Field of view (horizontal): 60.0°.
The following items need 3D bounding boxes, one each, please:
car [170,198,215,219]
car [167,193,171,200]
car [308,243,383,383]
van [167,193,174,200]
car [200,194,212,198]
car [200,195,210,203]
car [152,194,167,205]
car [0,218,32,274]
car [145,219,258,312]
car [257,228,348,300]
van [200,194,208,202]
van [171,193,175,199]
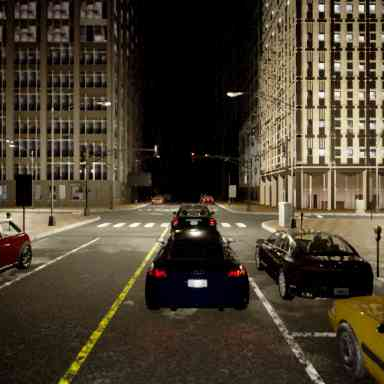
[{"bbox_3d":[0.082,1.354,16.446,2.097,1.767,4.553,0,0,0],"label":"car"},{"bbox_3d":[-5.779,1.278,63.096,2.192,1.841,5.009,0,0,0],"label":"car"},{"bbox_3d":[2.689,1.526,2.660,1.752,1.417,4.829,0,0,0],"label":"car"},{"bbox_3d":[-5.778,1.245,91.523,1.690,1.788,3.998,0,0,0],"label":"van"},{"bbox_3d":[2.731,1.413,57.418,1.967,1.590,4.097,0,0,0],"label":"car"},{"bbox_3d":[2.624,1.393,68.786,1.967,1.590,4.097,0,0,0],"label":"car"},{"bbox_3d":[-5.840,1.413,57.411,1.967,1.590,4.097,0,0,0],"label":"car"},{"bbox_3d":[-5.697,1.442,8.148,1.967,1.590,4.097,0,0,0],"label":"car"},{"bbox_3d":[0.094,1.566,7.812,1.994,1.385,4.181,0,0,0],"label":"car"},{"bbox_3d":[2.683,1.553,8.158,2.008,1.369,4.403,0,0,0],"label":"car"},{"bbox_3d":[2.619,1.283,74.471,1.690,1.788,3.998,0,0,0],"label":"van"},{"bbox_3d":[-5.766,1.271,80.152,1.690,1.788,3.998,0,0,0],"label":"van"}]
